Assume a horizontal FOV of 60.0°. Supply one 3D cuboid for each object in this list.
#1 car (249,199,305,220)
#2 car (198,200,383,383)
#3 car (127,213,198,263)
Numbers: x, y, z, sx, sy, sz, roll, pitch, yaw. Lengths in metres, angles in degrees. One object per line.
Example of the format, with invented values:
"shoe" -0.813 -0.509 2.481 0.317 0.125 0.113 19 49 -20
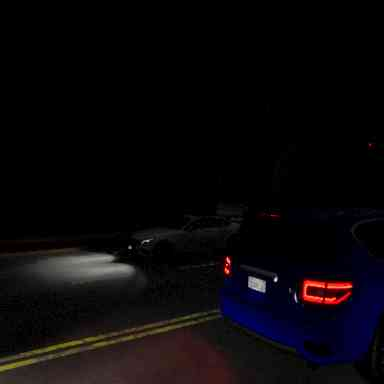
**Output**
"car" 7.480 1.478 29.797 1.882 1.535 5.008 0 0 -31
"car" 3.043 1.221 5.526 5.566 2.045 2.150 0 0 -33
"car" -0.004 1.526 12.025 4.674 1.442 1.812 0 0 -30
